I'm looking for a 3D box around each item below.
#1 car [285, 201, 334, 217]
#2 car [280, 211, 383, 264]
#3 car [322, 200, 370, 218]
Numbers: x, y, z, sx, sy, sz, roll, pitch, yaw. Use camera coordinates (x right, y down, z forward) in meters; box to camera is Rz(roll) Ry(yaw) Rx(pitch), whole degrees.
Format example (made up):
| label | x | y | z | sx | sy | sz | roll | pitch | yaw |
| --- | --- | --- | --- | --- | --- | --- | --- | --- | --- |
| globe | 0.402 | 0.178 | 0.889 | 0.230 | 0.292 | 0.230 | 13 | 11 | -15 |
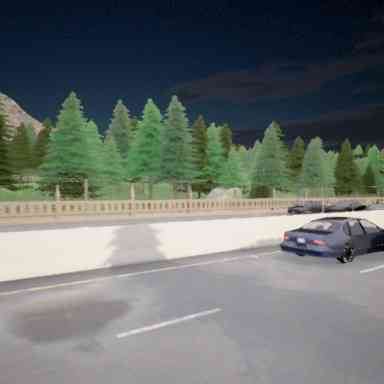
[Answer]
| label | x | y | z | sx | sy | sz | roll | pitch | yaw |
| --- | --- | --- | --- | --- | --- | --- | --- | --- | --- |
| car | 12.130 | 1.649 | 34.143 | 5.357 | 1.411 | 2.033 | 0 | 0 | -35 |
| car | 5.496 | 1.586 | 11.969 | 5.357 | 1.411 | 2.033 | 0 | 0 | -36 |
| car | 14.762 | 1.581 | 31.716 | 5.008 | 1.535 | 1.882 | 1 | 0 | -35 |
